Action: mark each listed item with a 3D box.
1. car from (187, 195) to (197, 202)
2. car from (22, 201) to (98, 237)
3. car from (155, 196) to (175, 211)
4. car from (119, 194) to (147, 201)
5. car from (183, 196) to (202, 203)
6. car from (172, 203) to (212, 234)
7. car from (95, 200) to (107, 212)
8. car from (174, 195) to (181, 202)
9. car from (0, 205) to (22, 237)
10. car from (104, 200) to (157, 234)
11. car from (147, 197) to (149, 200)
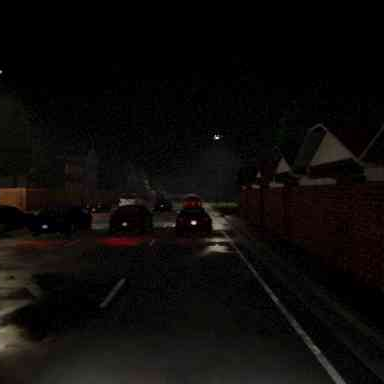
[{"bbox_3d":[-0.027,1.491,73.843,2.033,1.411,5.357,0,0,0],"label":"car"},{"bbox_3d":[-6.906,1.466,18.084,1.882,1.535,5.008,0,0,0],"label":"car"},{"bbox_3d":[-3.415,1.538,39.813,1.994,1.385,4.181,0,0,0],"label":"car"},{"bbox_3d":[-6.914,1.196,38.354,2.150,2.045,5.566,0,0,0],"label":"car"},{"bbox_3d":[0.085,1.327,38.718,2.097,1.767,4.553,0,0,0],"label":"car"},{"bbox_3d":[0.093,1.551,19.188,1.994,1.385,4.181,0,0,0],"label":"car"},{"bbox_3d":[-10.414,1.576,37.517,1.895,1.301,4.718,0,0,0],"label":"car"},{"bbox_3d":[-3.527,1.476,75.092,2.128,1.511,4.902,0,0,0],"label":"car"},{"bbox_3d":[-10.407,1.465,18.134,1.882,1.535,5.008,0,0,0],"label":"car"},{"bbox_3d":[-3.407,1.465,19.326,1.882,1.535,5.008,0,0,0],"label":"car"},{"bbox_3d":[-10.526,1.452,72.589,1.837,1.490,4.892,0,0,0],"label":"car"}]
